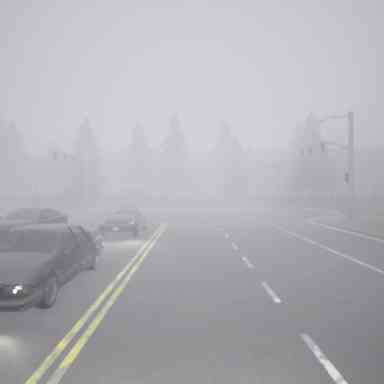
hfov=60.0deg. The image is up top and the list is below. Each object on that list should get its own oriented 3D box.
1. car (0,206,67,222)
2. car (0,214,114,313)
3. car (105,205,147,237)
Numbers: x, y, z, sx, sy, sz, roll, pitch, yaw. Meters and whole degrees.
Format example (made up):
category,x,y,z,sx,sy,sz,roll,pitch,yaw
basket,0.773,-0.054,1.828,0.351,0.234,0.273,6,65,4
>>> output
category,x,y,z,sx,sy,sz,roll,pitch,yaw
car,-7.080,1.408,14.622,1.882,1.535,5.008,0,0,1
car,-3.604,1.509,8.049,2.033,1.411,5.357,0,0,0
car,-3.536,1.439,17.734,1.812,1.442,4.674,0,0,0
